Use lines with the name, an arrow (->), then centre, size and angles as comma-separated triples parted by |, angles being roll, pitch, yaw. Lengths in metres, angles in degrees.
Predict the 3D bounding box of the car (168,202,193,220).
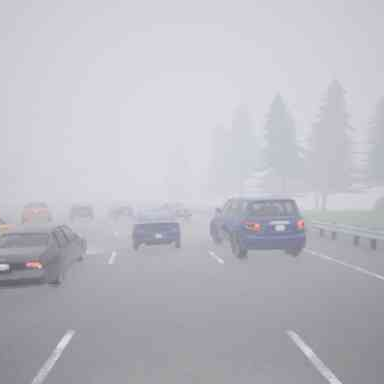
car -> -1.589, 1.558, 27.669 | 2.033, 1.411, 5.357 | -1, 0, -20

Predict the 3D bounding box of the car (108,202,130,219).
car -> -6.664, 1.635, 31.075 | 1.812, 1.442, 4.674 | -1, 0, -23

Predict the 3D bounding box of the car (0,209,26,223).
car -> -8.549, 1.638, 13.339 | 1.882, 1.535, 5.008 | -1, -1, -12

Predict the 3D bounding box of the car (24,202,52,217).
car -> -12.917, 1.587, 27.852 | 2.097, 1.767, 4.553 | -1, 0, -22

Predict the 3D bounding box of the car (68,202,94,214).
car -> -10.241, 1.658, 30.556 | 1.882, 1.535, 5.008 | -1, 0, -23

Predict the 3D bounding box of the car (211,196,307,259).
car -> 2.255, 1.169, 12.692 | 2.150, 2.045, 5.566 | -1, 0, -9

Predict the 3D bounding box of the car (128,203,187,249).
car -> -1.722, 1.501, 14.838 | 1.882, 1.535, 5.008 | -1, 0, -11

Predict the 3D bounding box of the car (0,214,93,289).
car -> -4.318, 1.626, 9.456 | 2.033, 1.411, 5.357 | -1, 0, -8
